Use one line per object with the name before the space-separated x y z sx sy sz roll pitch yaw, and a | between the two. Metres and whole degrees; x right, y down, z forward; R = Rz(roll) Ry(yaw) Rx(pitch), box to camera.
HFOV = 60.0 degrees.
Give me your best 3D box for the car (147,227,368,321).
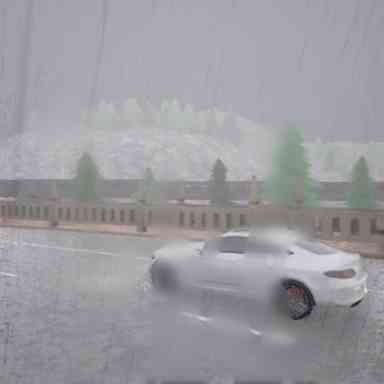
car | 1.153 1.496 7.183 4.674 1.442 1.812 0 0 34
